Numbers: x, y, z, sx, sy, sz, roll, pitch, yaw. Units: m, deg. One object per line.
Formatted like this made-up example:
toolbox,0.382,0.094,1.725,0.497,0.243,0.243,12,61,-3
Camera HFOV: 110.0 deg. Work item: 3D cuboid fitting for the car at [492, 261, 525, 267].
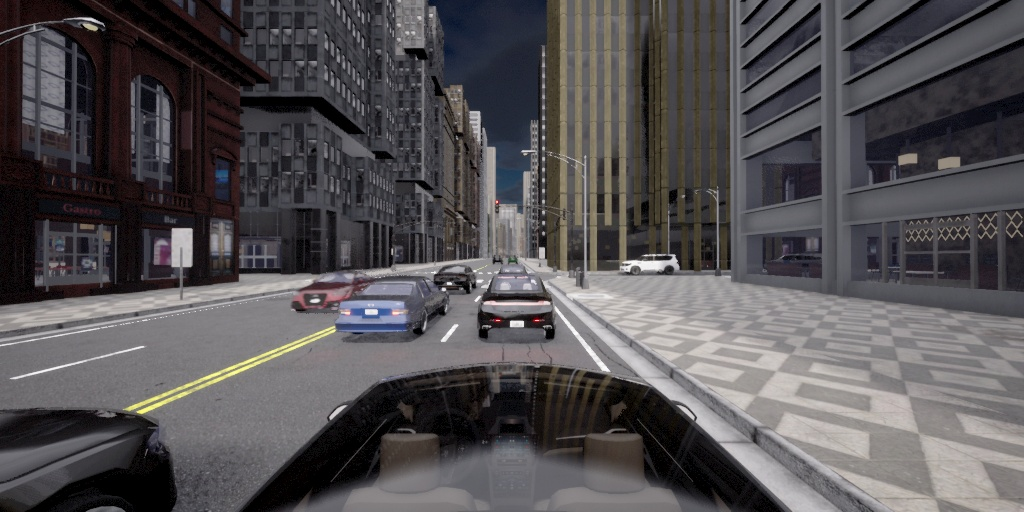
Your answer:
car,0.042,1.225,19.512,2.128,1.511,4.902,0,0,0

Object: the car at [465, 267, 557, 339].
car,0.119,1.238,10.082,2.128,1.511,4.902,0,0,0

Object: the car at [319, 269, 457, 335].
car,-3.130,1.293,10.502,2.033,1.411,5.357,0,0,0

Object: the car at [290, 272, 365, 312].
car,-6.565,1.306,13.943,1.994,1.385,4.181,0,0,0

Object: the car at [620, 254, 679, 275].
car,13.732,0.858,35.840,5.566,2.045,2.150,0,0,0

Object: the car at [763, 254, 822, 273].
car,28.280,0.797,35.837,5.566,2.045,2.150,0,0,0

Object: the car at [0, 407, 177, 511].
car,-3.151,1.241,0.357,2.128,1.511,4.902,0,0,0

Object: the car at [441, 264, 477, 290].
car,-3.104,1.210,20.271,1.882,1.535,5.008,0,0,0
